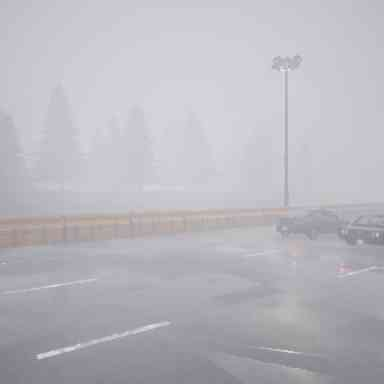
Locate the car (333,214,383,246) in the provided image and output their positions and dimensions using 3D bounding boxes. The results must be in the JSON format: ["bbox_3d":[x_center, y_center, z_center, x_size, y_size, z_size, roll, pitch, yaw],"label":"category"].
[{"bbox_3d":[8.288,1.617,14.073,4.718,1.301,1.895,0,0,-35],"label":"car"}]

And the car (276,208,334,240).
[{"bbox_3d":[6.234,1.533,16.907,4.674,1.442,1.812,0,0,-35],"label":"car"}]

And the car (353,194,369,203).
[{"bbox_3d":[34.723,1.352,68.492,2.097,1.767,4.553,0,0,41],"label":"car"}]

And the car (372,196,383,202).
[{"bbox_3d":[37.432,1.544,66.276,1.994,1.385,4.181,0,0,41],"label":"car"}]
